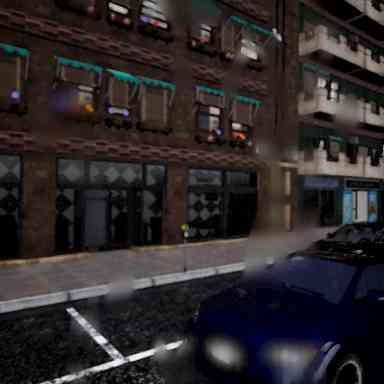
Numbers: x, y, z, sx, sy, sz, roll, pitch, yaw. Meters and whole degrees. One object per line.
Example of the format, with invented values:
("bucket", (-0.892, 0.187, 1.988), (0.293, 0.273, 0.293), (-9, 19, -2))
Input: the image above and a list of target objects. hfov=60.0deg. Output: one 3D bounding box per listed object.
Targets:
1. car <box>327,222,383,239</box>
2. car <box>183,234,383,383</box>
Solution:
("car", (5.500, 1.647, 10.509), (4.313, 1.339, 1.947), (1, 0, -36))
("car", (1.950, 1.597, 4.780), (4.181, 1.385, 1.994), (1, 0, -36))
